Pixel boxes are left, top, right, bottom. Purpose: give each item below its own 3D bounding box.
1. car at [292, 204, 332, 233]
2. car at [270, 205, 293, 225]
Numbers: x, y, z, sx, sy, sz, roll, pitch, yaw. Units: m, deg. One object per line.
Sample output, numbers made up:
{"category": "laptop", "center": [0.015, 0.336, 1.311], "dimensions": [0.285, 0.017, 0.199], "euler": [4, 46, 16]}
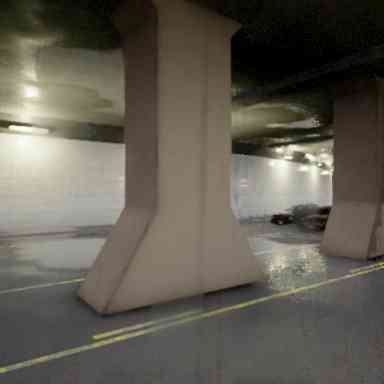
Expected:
{"category": "car", "center": [7.855, 1.527, 18.568], "dimensions": [4.674, 1.442, 1.812], "euler": [0, 0, -40]}
{"category": "car", "center": [7.650, 1.549, 22.889], "dimensions": [5.357, 1.411, 2.033], "euler": [0, 0, -41]}
